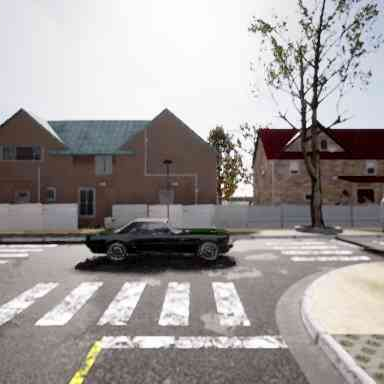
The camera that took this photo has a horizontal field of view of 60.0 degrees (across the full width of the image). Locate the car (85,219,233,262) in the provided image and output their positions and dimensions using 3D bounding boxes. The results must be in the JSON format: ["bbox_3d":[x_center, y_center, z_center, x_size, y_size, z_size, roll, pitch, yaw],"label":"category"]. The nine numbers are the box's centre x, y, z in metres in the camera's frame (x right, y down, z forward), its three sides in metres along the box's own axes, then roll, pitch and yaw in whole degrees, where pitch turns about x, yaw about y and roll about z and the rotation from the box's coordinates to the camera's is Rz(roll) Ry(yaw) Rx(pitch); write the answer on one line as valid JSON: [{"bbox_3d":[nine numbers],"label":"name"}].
[{"bbox_3d":[-1.000,1.561,11.298,4.718,1.301,1.895,-1,-1,0],"label":"car"}]
